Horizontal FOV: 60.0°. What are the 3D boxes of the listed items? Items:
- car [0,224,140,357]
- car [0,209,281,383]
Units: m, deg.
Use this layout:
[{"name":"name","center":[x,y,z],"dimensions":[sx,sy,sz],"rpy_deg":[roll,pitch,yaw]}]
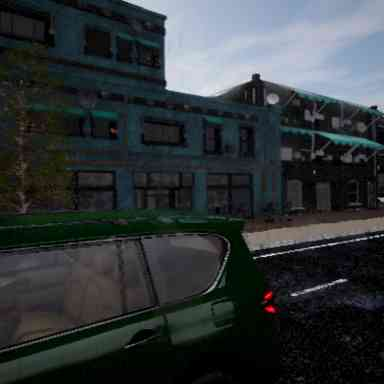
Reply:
[{"name":"car","center":[-3.513,1.491,5.171],"dimensions":[4.902,1.511,2.128],"rpy_deg":[-1,0,-36]},{"name":"car","center":[-1.748,1.222,2.438],"dimensions":[5.566,2.045,2.150],"rpy_deg":[-1,0,-36]}]
